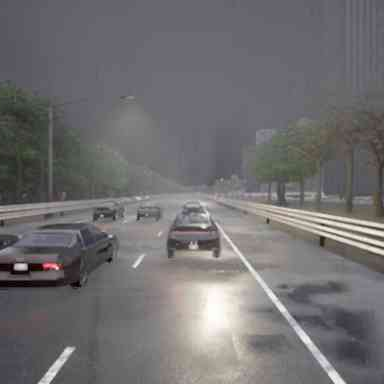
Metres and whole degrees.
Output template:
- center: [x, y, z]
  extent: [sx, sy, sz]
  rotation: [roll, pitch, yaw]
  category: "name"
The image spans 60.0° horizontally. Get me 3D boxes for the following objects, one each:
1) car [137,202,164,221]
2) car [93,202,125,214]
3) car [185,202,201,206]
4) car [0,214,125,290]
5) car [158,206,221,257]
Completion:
- center: [-3.436, 1.561, 27.964]
  extent: [2.128, 1.511, 4.902]
  rotation: [0, 0, 0]
  category: "car"
- center: [-6.935, 1.575, 28.094]
  extent: [1.837, 1.490, 4.892]
  rotation: [0, 0, 0]
  category: "car"
- center: [0.069, 1.596, 28.917]
  extent: [1.812, 1.442, 4.674]
  rotation: [0, 0, 0]
  category: "car"
- center: [-3.458, 1.573, 9.259]
  extent: [2.033, 1.411, 5.357]
  rotation: [0, 0, 0]
  category: "car"
- center: [0.068, 1.527, 12.967]
  extent: [2.128, 1.511, 4.902]
  rotation: [0, 0, 0]
  category: "car"
